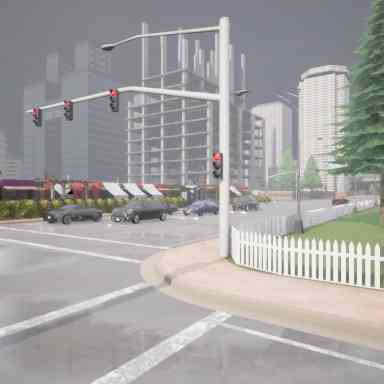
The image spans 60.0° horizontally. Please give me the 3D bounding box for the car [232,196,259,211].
[{"bbox_3d":[6.623,1.505,40.790,1.837,1.490,4.892,0,0,34],"label":"car"}]

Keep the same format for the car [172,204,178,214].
[{"bbox_3d":[-3.488,1.547,32.098,2.033,1.411,5.357,0,0,34],"label":"car"}]

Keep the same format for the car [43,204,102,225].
[{"bbox_3d":[-8.663,1.564,24.438,1.994,1.385,4.181,0,0,34],"label":"car"}]

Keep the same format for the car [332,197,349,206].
[{"bbox_3d":[24.017,1.478,53.697,1.882,1.535,5.008,0,0,34],"label":"car"}]

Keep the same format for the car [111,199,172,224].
[{"bbox_3d":[-3.951,1.352,25.160,2.097,1.767,4.553,0,0,34],"label":"car"}]

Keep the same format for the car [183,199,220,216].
[{"bbox_3d":[0.994,1.526,32.459,1.812,1.442,4.674,0,0,34],"label":"car"}]

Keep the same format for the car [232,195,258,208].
[{"bbox_3d":[7.846,1.352,48.796,2.097,1.767,4.553,0,0,34],"label":"car"}]

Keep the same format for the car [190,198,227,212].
[{"bbox_3d":[2.150,1.547,40.438,2.033,1.411,5.357,0,0,34],"label":"car"}]
